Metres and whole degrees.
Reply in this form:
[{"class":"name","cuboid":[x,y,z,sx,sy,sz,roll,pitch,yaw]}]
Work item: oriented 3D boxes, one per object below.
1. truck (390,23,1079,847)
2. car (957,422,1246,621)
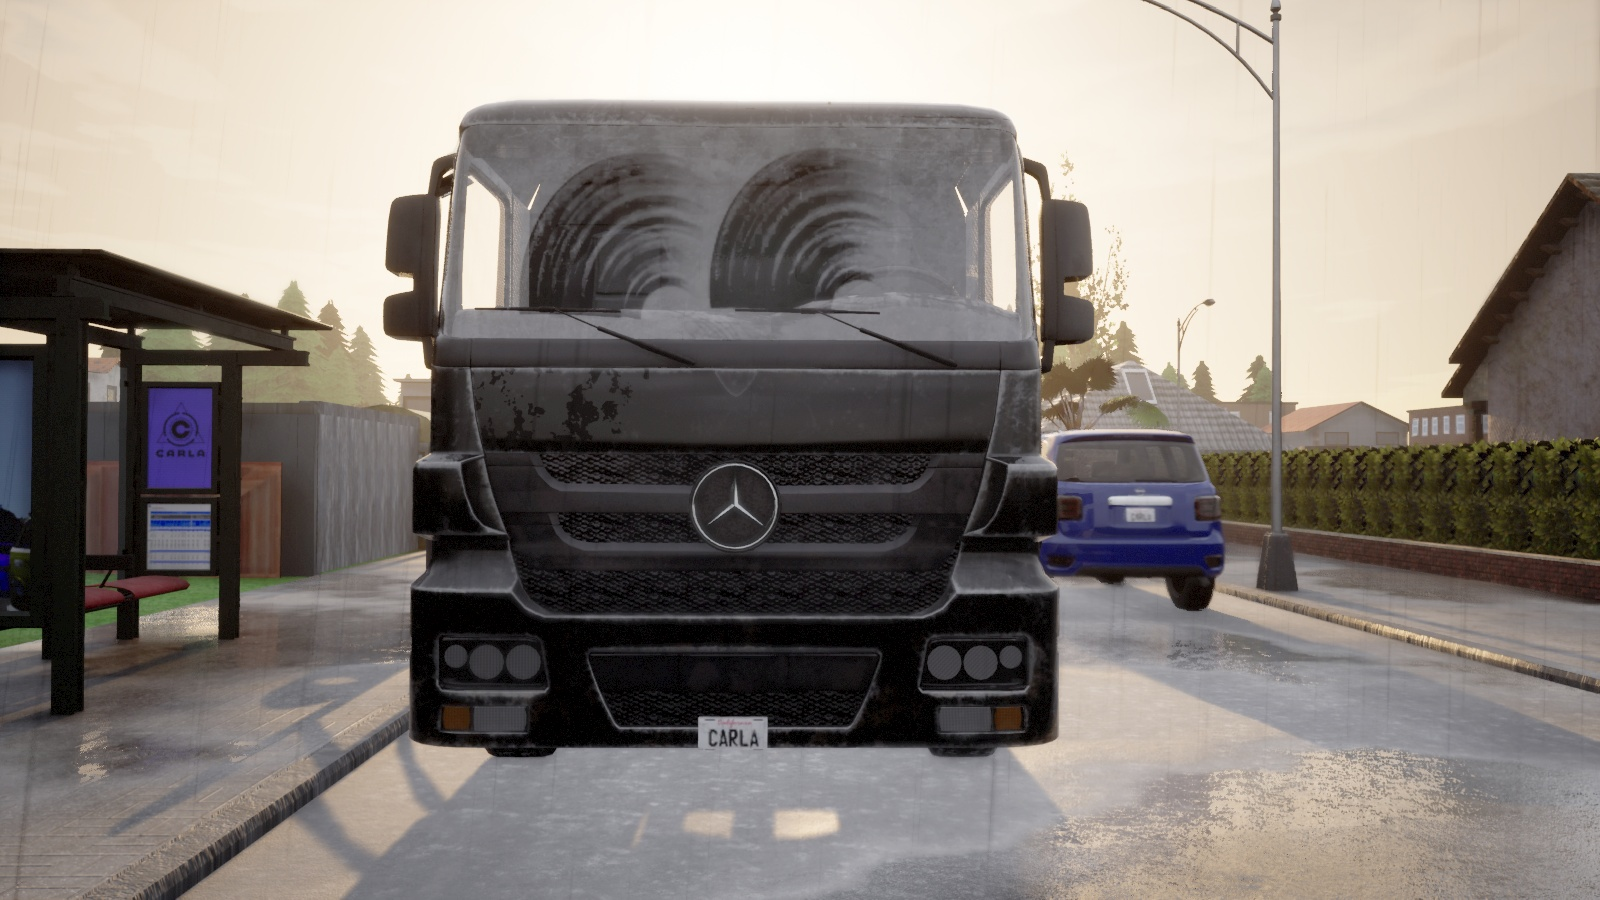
[{"class":"truck","cuboid":[-0.345,-0.011,9.266,2.891,3.462,7.936,0,-1,-1]},{"class":"car","cuboid":[3.471,0.784,15.791,2.150,2.045,5.566,0,-1,-2]}]
